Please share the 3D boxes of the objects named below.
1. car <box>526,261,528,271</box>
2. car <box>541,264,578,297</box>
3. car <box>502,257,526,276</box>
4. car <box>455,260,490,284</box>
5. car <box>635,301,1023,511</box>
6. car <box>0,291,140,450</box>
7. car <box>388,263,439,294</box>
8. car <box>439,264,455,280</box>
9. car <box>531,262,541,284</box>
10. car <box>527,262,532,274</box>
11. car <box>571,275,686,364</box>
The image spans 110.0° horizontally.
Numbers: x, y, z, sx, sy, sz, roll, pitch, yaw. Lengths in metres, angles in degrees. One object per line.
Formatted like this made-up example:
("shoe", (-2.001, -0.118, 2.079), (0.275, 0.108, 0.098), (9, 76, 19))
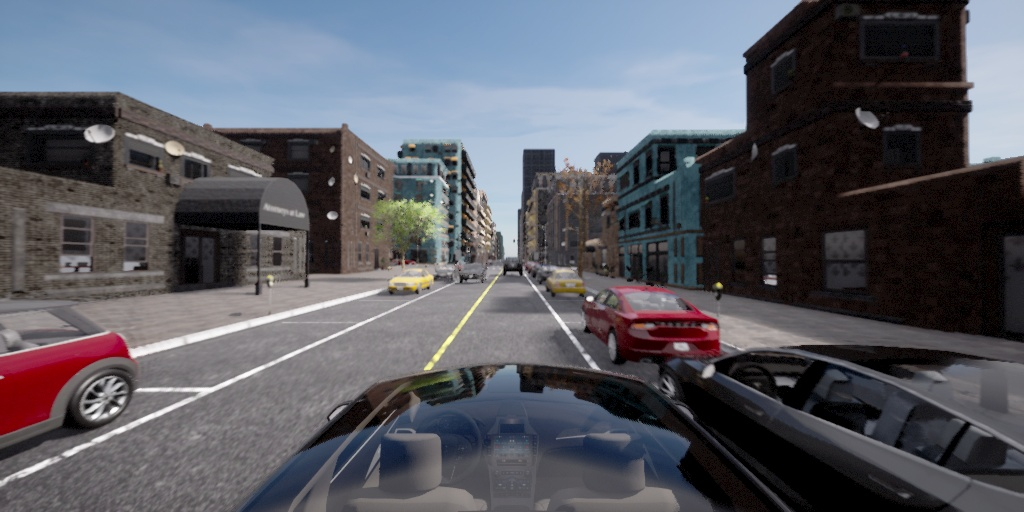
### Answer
("car", (2.815, 1.487, 43.963), (1.802, 1.307, 4.207), (0, 0, 0))
("car", (2.749, 1.337, 19.196), (1.751, 1.417, 4.829), (0, 0, 0))
("car", (0.093, 1.112, 39.980), (2.150, 2.045, 5.566), (0, 0, 0))
("car", (-3.004, 1.264, 28.419), (1.837, 1.490, 4.892), (0, 0, 0))
("car", (2.692, 1.319, 2.733), (1.948, 1.339, 4.313), (0, 0, 0))
("car", (-5.688, 1.193, 2.733), (1.967, 1.591, 4.097), (0, 0, 0))
("car", (-5.761, 1.344, 20.807), (1.751, 1.417, 4.829), (0, 0, 0))
("car", (-5.817, 1.410, 32.042), (2.007, 1.370, 4.403), (0, 0, 0))
("car", (2.789, 1.393, 27.417), (2.007, 1.370, 4.403), (0, 0, 0))
("car", (2.816, 1.436, 34.962), (1.948, 1.339, 4.313), (0, 0, 0))
("car", (2.698, 1.317, 7.959), (1.888, 1.381, 4.507), (0, 0, 0))
